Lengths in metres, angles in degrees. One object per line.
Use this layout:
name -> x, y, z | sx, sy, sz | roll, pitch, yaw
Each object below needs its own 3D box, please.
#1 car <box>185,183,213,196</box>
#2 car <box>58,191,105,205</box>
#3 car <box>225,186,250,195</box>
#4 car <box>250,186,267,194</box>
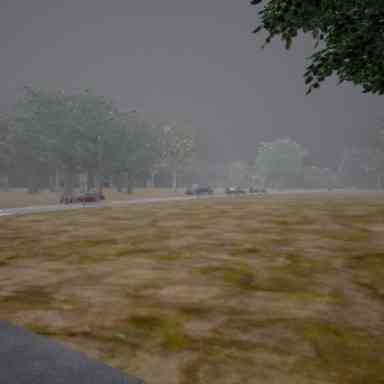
car -> 1.199, -0.367, 53.001 | 2.150, 2.045, 5.566 | -1, 1, 38
car -> -11.559, 0.628, 35.064 | 1.895, 1.301, 4.718 | -1, 2, 34
car -> 7.304, -0.219, 55.909 | 1.812, 1.442, 4.674 | -1, 1, 38
car -> 12.468, -0.397, 62.669 | 1.837, 1.490, 4.892 | -1, 1, 38
